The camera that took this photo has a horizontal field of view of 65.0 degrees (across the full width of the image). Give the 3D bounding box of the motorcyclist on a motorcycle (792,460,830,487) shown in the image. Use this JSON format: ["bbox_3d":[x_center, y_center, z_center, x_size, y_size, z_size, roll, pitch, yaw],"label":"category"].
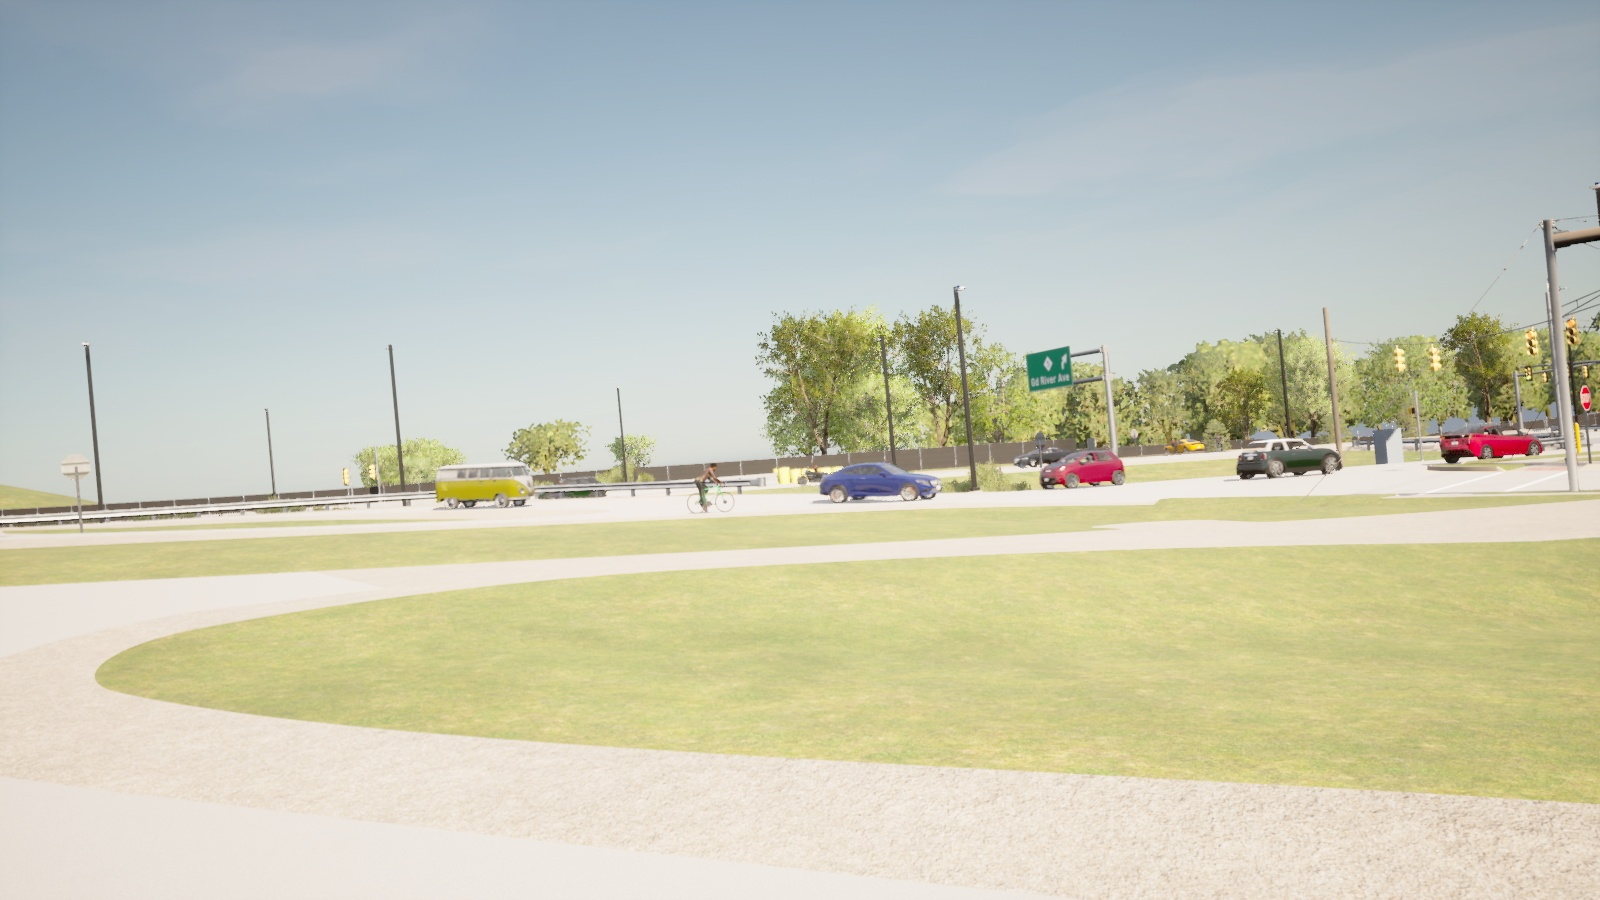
[{"bbox_3d":[0.762,1.616,86.022,2.350,1.649,0.766,-3,-1,-23],"label":"motorcyclist on a motorcycle"}]

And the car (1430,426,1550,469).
[{"bbox_3d":[28.850,-0.106,52.518,4.514,1.525,2.007,-3,-1,-24],"label":"car"}]

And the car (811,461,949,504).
[{"bbox_3d":[2.924,1.200,46.260,4.674,1.442,1.812,-2,0,28],"label":"car"}]

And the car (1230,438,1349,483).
[{"bbox_3d":[18.773,0.400,48.228,3.806,1.475,1.970,-3,-1,-19],"label":"car"}]

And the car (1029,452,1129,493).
[{"bbox_3d":[11.584,0.937,52.068,3.633,1.501,1.845,-2,-1,-28],"label":"car"}]

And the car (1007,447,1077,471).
[{"bbox_3d":[18.794,0.677,97.490,4.902,1.511,2.128,-3,-1,-23],"label":"car"}]

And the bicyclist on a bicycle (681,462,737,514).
[{"bbox_3d":[-2.957,1.216,40.652,1.656,1.620,0.582,-1,-2,-24],"label":"bicyclist on a bicycle"}]

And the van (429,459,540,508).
[{"bbox_3d":[-13.894,1.470,55.344,4.442,1.987,1.775,-2,0,18],"label":"van"}]

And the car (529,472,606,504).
[{"bbox_3d":[-15.348,2.509,82.973,4.553,1.767,2.097,-3,-1,-23],"label":"car"}]
